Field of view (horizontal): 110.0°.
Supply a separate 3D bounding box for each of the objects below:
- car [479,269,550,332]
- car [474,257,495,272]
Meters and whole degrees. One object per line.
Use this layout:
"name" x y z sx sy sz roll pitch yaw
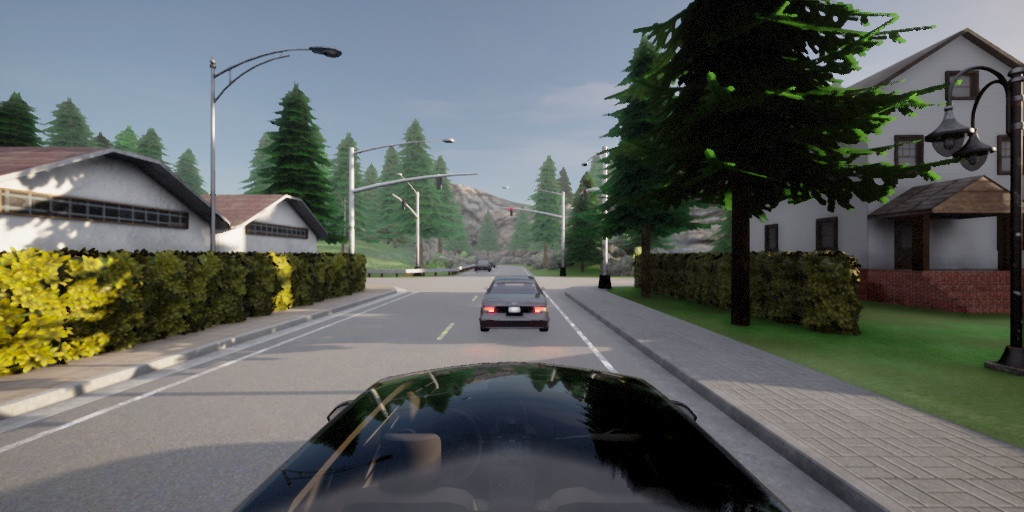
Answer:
"car" 0.071 1.294 10.848 2.033 1.411 5.357 0 0 0
"car" -3.583 1.212 44.911 1.882 1.535 5.008 0 0 0
